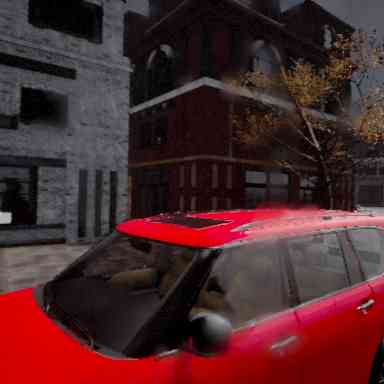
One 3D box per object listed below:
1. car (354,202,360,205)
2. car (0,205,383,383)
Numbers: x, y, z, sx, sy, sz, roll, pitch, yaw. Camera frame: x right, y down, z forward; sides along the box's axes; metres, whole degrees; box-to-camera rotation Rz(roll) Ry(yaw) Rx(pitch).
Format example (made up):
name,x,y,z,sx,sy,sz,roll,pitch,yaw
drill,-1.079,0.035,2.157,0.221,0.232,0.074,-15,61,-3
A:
name,x,y,z,sx,sy,sz,roll,pitch,yaw
car,21.281,1.885,46.611,2.008,1.369,4.403,2,-1,-29
car,0.105,1.235,3.175,5.566,2.045,2.150,0,0,-36
